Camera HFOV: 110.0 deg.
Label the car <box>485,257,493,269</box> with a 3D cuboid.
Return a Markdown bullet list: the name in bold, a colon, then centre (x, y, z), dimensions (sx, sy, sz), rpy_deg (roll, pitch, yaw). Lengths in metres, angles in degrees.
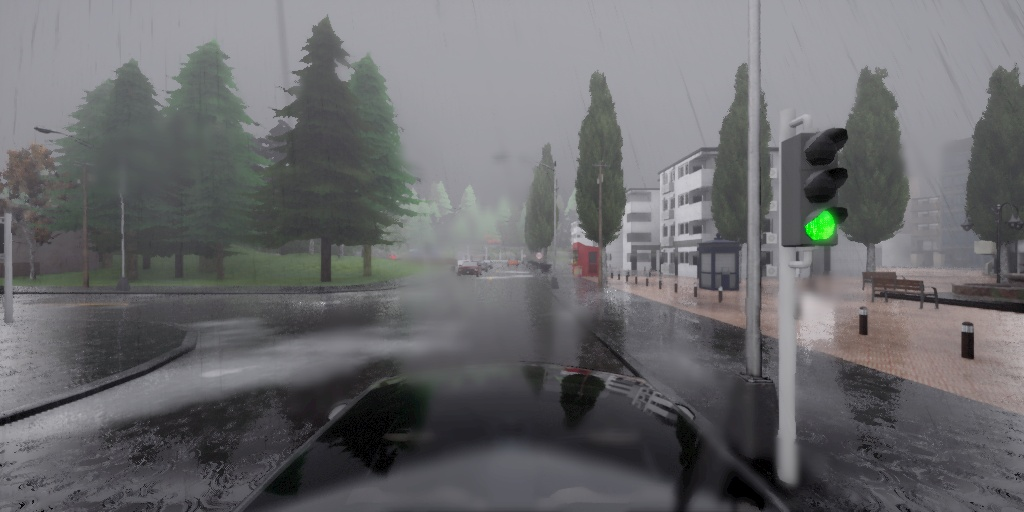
- **car**: centre (-4.012, 1.276, 55.753), dimensions (1.812, 1.442, 4.674), rpy_deg (0, 0, 0)

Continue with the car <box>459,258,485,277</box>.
- **car**: centre (-4.078, 1.228, 35.706), dimensions (1.882, 1.535, 5.008), rpy_deg (0, 0, 0)

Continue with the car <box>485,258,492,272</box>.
- **car**: centre (-4.060, 1.314, 45.626), dimensions (1.994, 1.385, 4.181), rpy_deg (0, 0, 0)
